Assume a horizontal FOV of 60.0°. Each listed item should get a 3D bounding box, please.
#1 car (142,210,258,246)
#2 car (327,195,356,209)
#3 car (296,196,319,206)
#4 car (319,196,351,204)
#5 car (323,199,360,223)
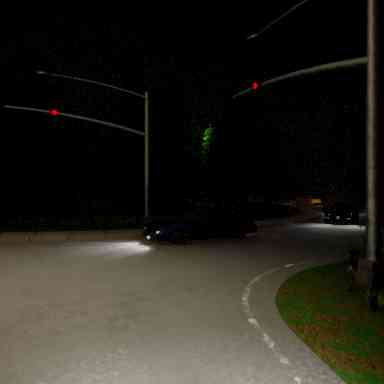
[{"bbox_3d":[0.508,1.521,15.245,5.357,1.411,2.033,0,0,-29],"label":"car"},{"bbox_3d":[20.741,1.325,46.386,2.097,1.767,4.553,0,0,3],"label":"car"},{"bbox_3d":[19.575,1.451,56.096,1.882,1.535,5.008,0,0,-16],"label":"car"},{"bbox_3d":[16.231,1.451,37.688,1.882,1.535,5.008,0,0,9],"label":"car"},{"bbox_3d":[11.055,1.479,24.320,1.837,1.490,4.892,0,0,32],"label":"car"}]
